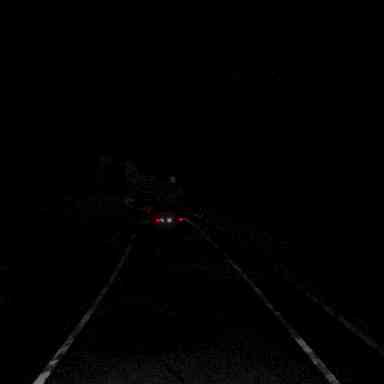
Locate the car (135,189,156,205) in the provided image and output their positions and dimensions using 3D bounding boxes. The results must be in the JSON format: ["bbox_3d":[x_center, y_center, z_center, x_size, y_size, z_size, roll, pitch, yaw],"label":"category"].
[{"bbox_3d":[-4.992,0.439,35.401,1.882,1.535,5.008,-1,4,-13],"label":"car"}]

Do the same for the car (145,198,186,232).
[{"bbox_3d":[-1.489,1.383,19.085,2.033,1.411,5.357,-1,2,-8],"label":"car"}]
